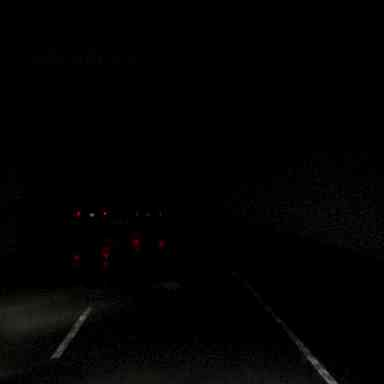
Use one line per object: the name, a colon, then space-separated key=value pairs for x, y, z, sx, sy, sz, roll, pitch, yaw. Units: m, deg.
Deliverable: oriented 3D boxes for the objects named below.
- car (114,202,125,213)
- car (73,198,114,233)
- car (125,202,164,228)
car: x=-9.468 y=1.859 z=40.338 sx=2.033 sy=1.411 sz=5.357 roll=0 pitch=0 yaw=-26
car: x=-6.180 y=1.390 z=21.056 sx=2.150 sy=2.045 sz=5.566 roll=0 pitch=0 yaw=-13
car: x=-3.394 y=1.530 z=23.903 sx=2.097 sy=1.767 sz=4.553 roll=0 pitch=0 yaw=-15
